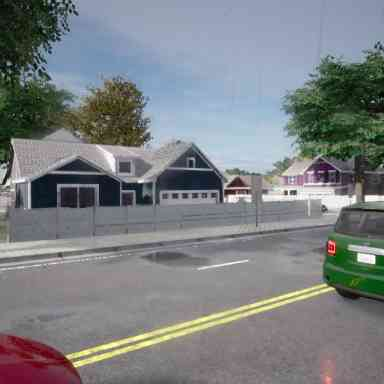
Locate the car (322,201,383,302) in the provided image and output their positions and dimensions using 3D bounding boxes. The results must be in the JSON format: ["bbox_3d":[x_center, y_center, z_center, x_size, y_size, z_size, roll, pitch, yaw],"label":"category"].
[{"bbox_3d":[5.144,1.209,7.149,5.566,2.045,2.150,0,0,-35],"label":"car"}]

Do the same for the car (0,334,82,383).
[{"bbox_3d":[-2.979,1.476,1.317,5.008,1.535,1.882,0,0,-35],"label":"car"}]

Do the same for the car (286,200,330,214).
[{"bbox_3d":[12.647,1.574,36.443,1.994,1.385,4.181,-1,0,-34],"label":"car"}]

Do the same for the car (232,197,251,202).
[{"bbox_3d":[7.331,1.426,44.762,2.097,1.767,4.553,-1,0,-31],"label":"car"}]
